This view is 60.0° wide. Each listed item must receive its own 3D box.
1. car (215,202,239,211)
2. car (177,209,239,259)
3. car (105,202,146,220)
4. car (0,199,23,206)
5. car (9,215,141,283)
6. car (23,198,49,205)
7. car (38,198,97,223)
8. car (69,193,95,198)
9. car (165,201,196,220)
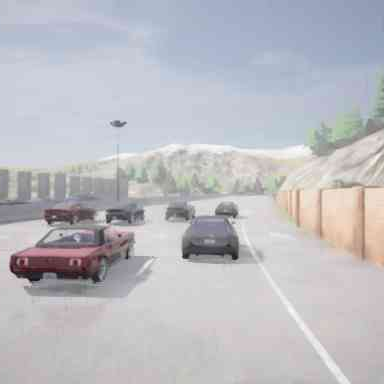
[{"bbox_3d":[3.255,1.566,30.747,1.994,1.385,4.181,0,0,11],"label":"car"},{"bbox_3d":[0.740,1.563,12.719,1.994,1.385,4.181,0,0,5],"label":"car"},{"bbox_3d":[-4.876,1.485,24.812,1.837,1.490,4.892,0,0,8],"label":"car"},{"bbox_3d":[-23.255,1.522,42.069,1.895,1.301,4.718,0,0,12],"label":"car"},{"bbox_3d":[-3.018,1.590,9.622,1.895,1.301,4.718,0,0,3],"label":"car"},{"bbox_3d":[-19.398,1.497,43.337,1.994,1.385,4.181,0,0,12],"label":"car"},{"bbox_3d":[-8.552,1.446,23.876,1.882,1.535,5.008,0,0,8],"label":"car"},{"bbox_3d":[-15.313,1.168,45.688,2.150,2.045,5.566,0,0,12],"label":"car"},{"bbox_3d":[-0.902,1.496,27.441,1.837,1.490,4.892,0,0,10],"label":"car"}]
